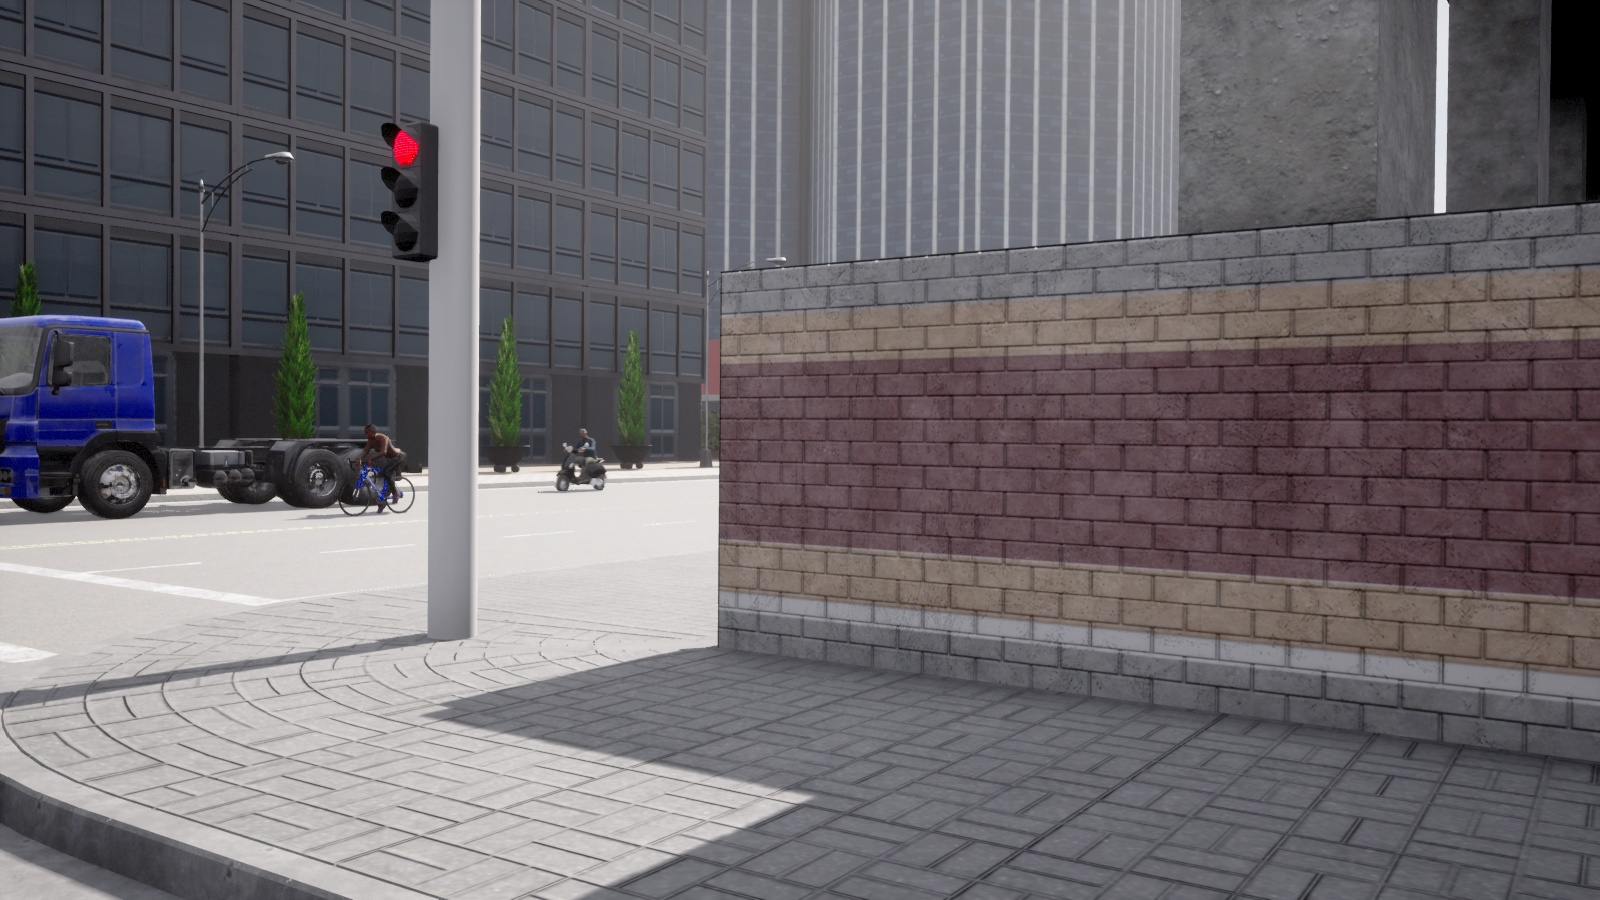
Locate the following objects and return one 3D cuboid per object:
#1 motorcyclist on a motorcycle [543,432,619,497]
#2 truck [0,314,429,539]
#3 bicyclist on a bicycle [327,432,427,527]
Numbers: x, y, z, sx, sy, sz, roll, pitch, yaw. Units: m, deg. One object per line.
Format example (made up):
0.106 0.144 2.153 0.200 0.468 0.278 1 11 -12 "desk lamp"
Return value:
-5.531 0.356 31.758 0.866 1.590 1.817 0 1 34 "motorcyclist on a motorcycle"
-11.092 -0.414 23.452 2.891 3.462 7.936 0 1 34 "truck"
-7.542 0.501 22.464 0.582 1.620 1.656 0 1 34 "bicyclist on a bicycle"
